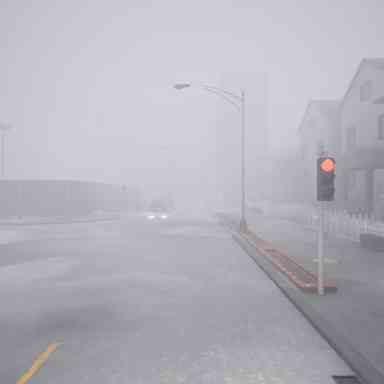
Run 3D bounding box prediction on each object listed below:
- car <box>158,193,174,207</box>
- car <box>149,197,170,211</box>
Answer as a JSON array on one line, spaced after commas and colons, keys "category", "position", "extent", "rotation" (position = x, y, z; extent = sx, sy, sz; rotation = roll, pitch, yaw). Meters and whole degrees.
[{"category": "car", "position": [-4.046, 1.221, 51.551], "extent": [2.150, 2.045, 5.566], "rotation": [0, 0, 1]}, {"category": "car", "position": [-4.074, 1.601, 40.911], "extent": [1.895, 1.301, 4.718], "rotation": [0, 0, 0]}]
